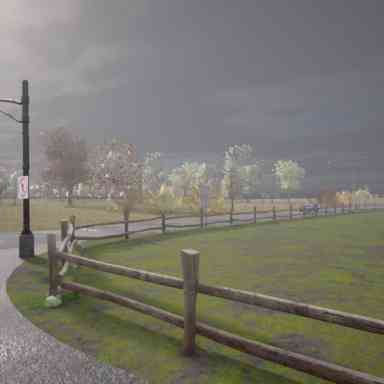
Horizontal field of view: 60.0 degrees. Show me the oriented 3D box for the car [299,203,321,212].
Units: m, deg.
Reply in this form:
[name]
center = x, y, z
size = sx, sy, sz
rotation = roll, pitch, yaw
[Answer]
[car]
center = 18.823, 2.449, 53.022
size = 2.033, 1.411, 5.357
rotation = -1, -2, 40
